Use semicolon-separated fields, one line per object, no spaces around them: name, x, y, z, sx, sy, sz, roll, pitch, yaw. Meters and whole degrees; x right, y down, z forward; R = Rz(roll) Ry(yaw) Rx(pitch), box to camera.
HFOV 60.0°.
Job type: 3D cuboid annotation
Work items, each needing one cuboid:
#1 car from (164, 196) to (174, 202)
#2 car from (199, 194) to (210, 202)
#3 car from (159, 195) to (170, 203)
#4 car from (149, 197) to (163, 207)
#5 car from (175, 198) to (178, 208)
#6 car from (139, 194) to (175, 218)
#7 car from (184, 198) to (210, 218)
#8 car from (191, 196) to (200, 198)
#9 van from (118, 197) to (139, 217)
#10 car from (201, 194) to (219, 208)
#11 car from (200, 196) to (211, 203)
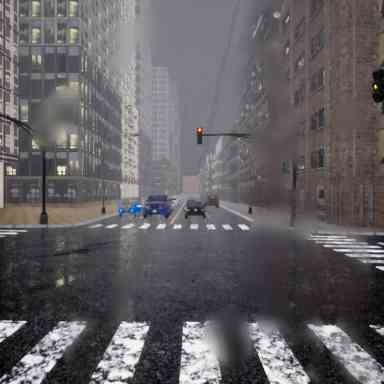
car;-5.597;1.604;80.541;2.008;1.369;4.403;0;0;0
car;2.777;1.362;74.981;2.192;1.841;5.009;0;0;0
car;-5.610;1.481;69.438;1.967;1.590;4.097;0;0;0
car;-5.629;1.552;52.616;1.752;1.417;4.829;0;0;0
car;-3.050;1.618;39.961;1.895;1.301;4.718;0;0;0
car;-3.072;1.233;30.251;2.150;2.045;5.566;0;0;0
car;0.230;1.559;30.397;2.033;1.411;5.357;0;0;-1
car;0.076;1.634;60.284;1.895;1.301;4.718;0;0;0
van;-5.655;1.352;30.582;1.690;1.788;3.998;0;0;0
car;2.745;1.338;47.227;2.192;1.841;5.009;0;0;0
car;2.771;1.592;69.429;2.008;1.369;4.403;0;0;0
